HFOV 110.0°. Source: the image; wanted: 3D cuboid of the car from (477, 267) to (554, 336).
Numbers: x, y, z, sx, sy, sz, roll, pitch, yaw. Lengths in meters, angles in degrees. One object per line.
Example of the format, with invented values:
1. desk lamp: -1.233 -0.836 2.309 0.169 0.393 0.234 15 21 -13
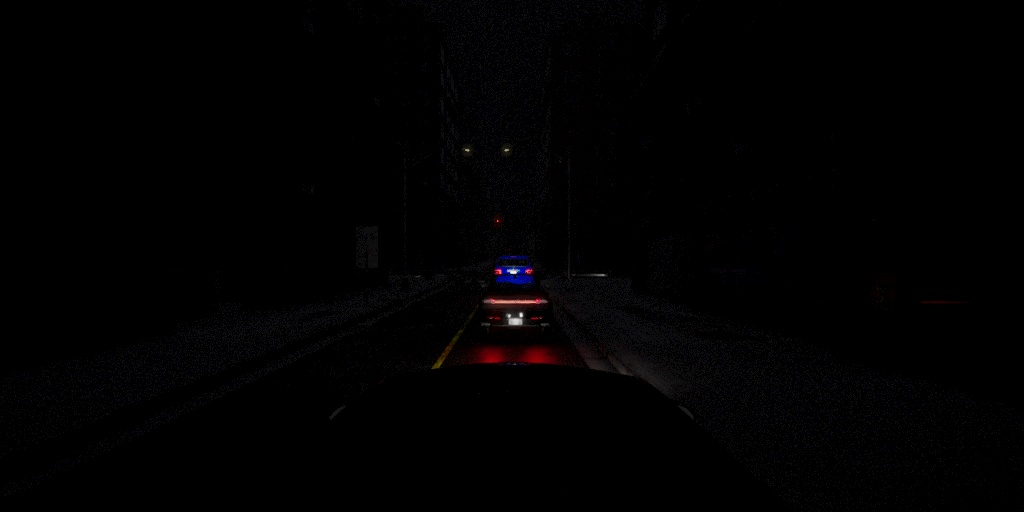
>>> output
1. car: 0.098 1.239 10.356 2.128 1.511 4.902 0 0 0

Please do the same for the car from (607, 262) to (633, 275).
1. car: 12.159 1.308 37.689 4.181 1.385 1.994 0 0 0

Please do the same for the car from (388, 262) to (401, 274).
1. car: -14.659 1.280 40.328 4.313 1.339 1.948 0 0 0

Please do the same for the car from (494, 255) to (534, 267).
1. car: 0.103 0.967 20.668 2.150 2.045 5.566 0 0 1
